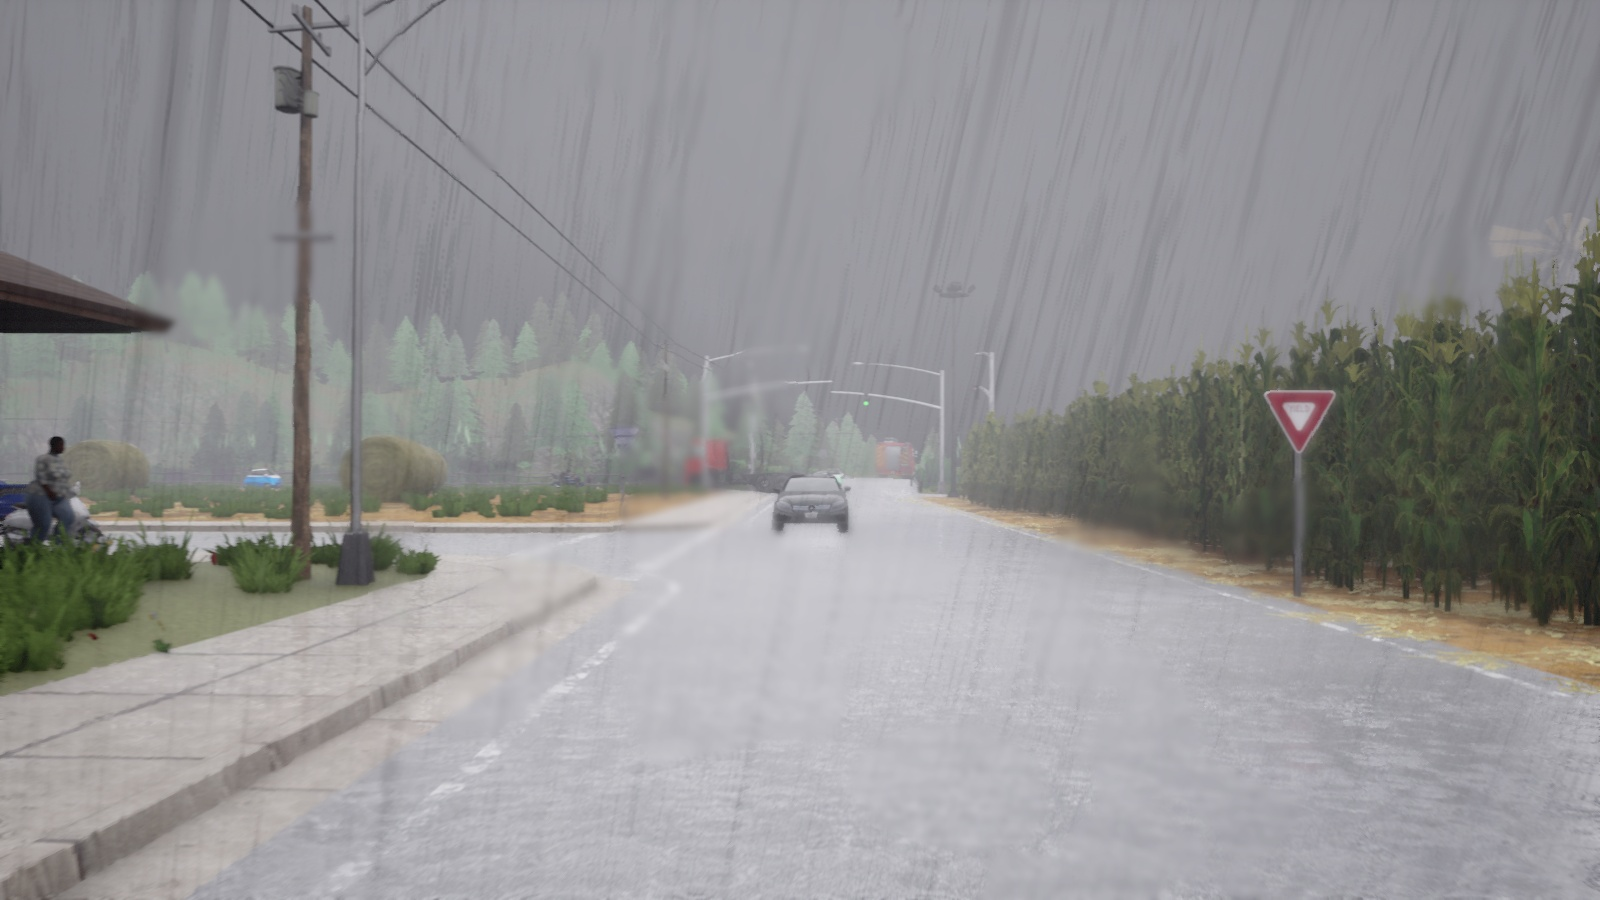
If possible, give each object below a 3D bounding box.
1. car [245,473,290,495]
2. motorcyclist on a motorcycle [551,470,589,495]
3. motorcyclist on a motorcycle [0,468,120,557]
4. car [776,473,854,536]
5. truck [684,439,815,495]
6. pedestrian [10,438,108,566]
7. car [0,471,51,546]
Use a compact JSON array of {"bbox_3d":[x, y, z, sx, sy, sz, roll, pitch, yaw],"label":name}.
[{"bbox_3d":[-34.215,2.153,80.701,2.207,1.376,1.481,-1,-1,4],"label":"car"},{"bbox_3d":[-14.547,2.062,79.446,2.191,1.530,0.866,0,-1,4],"label":"motorcyclist on a motorcycle"},{"bbox_3d":[-13.606,1.126,23.000,1.817,1.590,0.866,0,-1,0],"label":"motorcyclist on a motorcycle"},{"bbox_3d":[0.383,1.319,31.644,1.812,1.442,4.674,0,-1,1],"label":"car"},{"bbox_3d":[-3.231,1.055,81.014,7.936,3.462,2.891,0,-1,16],"label":"truck"},{"bbox_3d":[-10.984,0.761,18.650,0.900,1.855,0.874,0,-1,6],"label":"pedestrian"},{"bbox_3d":[-18.872,1.217,26.485,5.008,1.535,1.882,0,-1,0],"label":"car"}]
